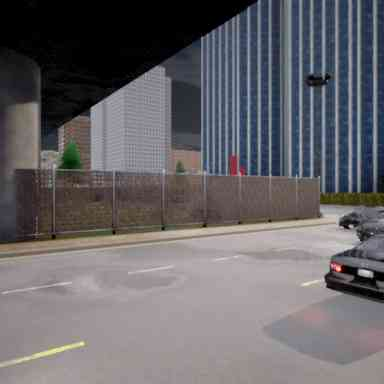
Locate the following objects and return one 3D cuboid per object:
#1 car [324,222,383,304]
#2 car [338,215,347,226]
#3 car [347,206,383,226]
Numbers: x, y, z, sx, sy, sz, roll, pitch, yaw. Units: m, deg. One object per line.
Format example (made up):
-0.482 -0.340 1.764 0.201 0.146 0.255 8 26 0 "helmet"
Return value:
5.224 1.543 7.575 5.357 1.411 2.033 0 0 -36 "car"
11.336 1.588 20.727 5.357 1.411 2.033 0 0 -36 "car"
9.343 1.497 15.038 4.892 1.490 1.837 1 0 -35 "car"
